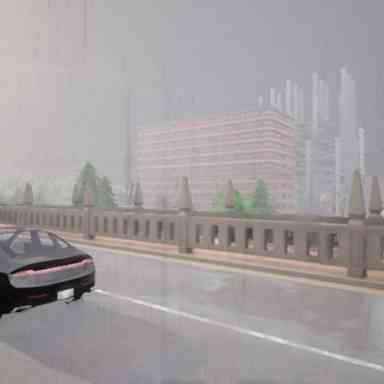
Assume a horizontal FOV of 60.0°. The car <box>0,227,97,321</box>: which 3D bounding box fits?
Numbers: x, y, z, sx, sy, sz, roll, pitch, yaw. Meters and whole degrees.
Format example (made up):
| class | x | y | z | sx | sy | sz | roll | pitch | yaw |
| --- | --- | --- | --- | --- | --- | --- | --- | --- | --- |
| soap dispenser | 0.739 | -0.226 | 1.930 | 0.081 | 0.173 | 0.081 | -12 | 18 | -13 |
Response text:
| class | x | y | z | sx | sy | sz | roll | pitch | yaw |
| --- | --- | --- | --- | --- | --- | --- | --- | --- | --- |
| car | -4.092 | 1.506 | 7.034 | 4.902 | 1.511 | 2.128 | 0 | 0 | 36 |
